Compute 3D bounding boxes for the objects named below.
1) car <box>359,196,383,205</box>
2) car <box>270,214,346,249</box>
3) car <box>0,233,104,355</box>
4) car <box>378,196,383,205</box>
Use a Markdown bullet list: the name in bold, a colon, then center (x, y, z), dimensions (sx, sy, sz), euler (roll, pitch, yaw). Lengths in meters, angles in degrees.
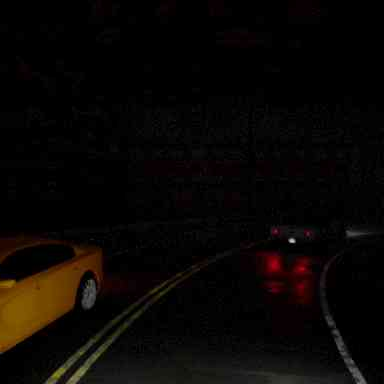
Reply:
- **car**: center (33.613, 1.553, 61.104), dimensions (2.038, 1.542, 4.974), euler (0, 0, -34)
- **car**: center (5.311, 1.622, 14.742), dimensions (1.895, 1.301, 4.718), euler (0, 0, 39)
- **car**: center (-3.126, 1.479, 5.002), dimensions (1.882, 1.535, 5.008), euler (0, 0, 12)
- **car**: center (33.642, 1.396, 61.061), dimensions (1.853, 1.218, 4.536), euler (0, 0, -34)
